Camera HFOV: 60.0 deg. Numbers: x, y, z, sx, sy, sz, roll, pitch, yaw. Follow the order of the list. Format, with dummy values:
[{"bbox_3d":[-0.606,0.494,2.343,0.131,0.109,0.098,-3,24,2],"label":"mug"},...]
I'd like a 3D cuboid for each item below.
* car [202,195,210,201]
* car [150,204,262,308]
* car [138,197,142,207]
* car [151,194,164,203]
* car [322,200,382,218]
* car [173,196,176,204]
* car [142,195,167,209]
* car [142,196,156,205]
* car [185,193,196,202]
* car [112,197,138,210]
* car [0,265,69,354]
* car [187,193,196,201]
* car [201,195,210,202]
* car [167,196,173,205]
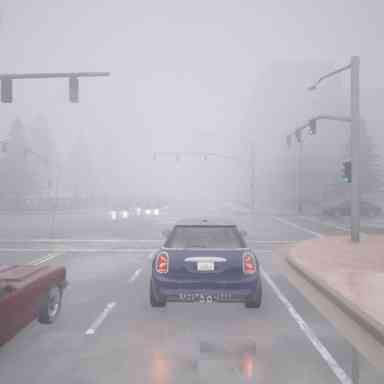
[{"bbox_3d":[3.404,1.475,82.324,1.882,1.535,5.008,0,0,2],"label":"car"},{"bbox_3d":[0.305,1.352,8.090,2.097,1.767,4.553,0,0,2],"label":"car"},{"bbox_3d":[-8.347,1.491,51.835,2.128,1.511,4.902,0,0,2],"label":"car"},{"bbox_3d":[-7.490,1.355,72.076,2.097,1.767,4.553,0,0,2],"label":"car"},{"bbox_3d":[14.115,1.505,29.515,4.892,1.490,1.837,0,0,4],"label":"car"},{"bbox_3d":[-4.274,1.478,65.454,1.882,1.535,5.008,0,0,3],"label":"car"},{"bbox_3d":[-5.078,1.491,45.797,2.128,1.511,4.902,0,0,2],"label":"car"},{"bbox_3d":[-7.938,1.505,61.921,1.837,1.490,4.892,0,0,3],"label":"car"},{"bbox_3d":[-0.459,1.520,72.755,1.812,1.442,4.674,0,0,2],"label":"car"},{"bbox_3d":[-8.705,1.601,42.530,1.895,1.301,4.718,0,0,2],"label":"car"},{"bbox_3d":[-3.307,1.601,4.216,1.895,1.301,4.718,0,0,2],"label":"car"},{"bbox_3d":[-0.092,1.223,82.486,2.150,2.045,5.566,0,0,2],"label":"car"},{"bbox_3d":[3.076,1.549,73.619,1.994,1.385,4.181,0,0,2],"label":"car"},{"bbox_3d":[-4.715,1.478,55.156,1.882,1.535,5.008,0,0,2],"label":"car"}]
